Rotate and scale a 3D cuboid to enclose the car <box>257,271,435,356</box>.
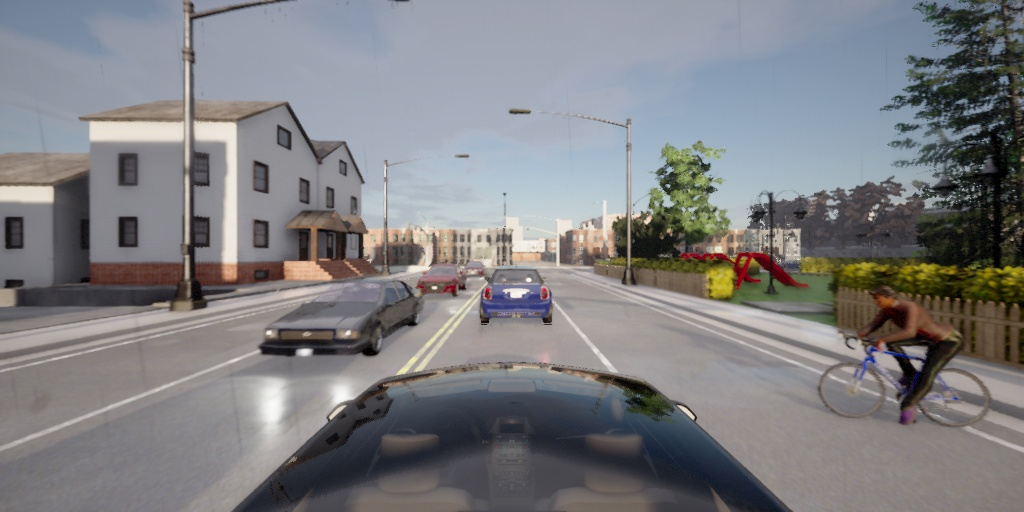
[{"bbox_3d":[-3.583,1.278,8.860,2.033,1.411,5.357,0,0,0],"label":"car"}]

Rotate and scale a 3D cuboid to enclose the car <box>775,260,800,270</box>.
[{"bbox_3d":[39.276,1.212,50.369,5.357,1.411,2.033,0,0,1],"label":"car"}]

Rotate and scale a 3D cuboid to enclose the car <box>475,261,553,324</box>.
[{"bbox_3d":[0.124,1.078,11.987,2.097,1.767,4.553,0,0,0],"label":"car"}]

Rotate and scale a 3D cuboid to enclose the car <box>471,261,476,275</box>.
[{"bbox_3d":[-3.424,1.197,33.663,1.812,1.442,4.674,0,0,0],"label":"car"}]

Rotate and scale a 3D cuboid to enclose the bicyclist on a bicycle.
[{"bbox_3d":[4.583,1.174,4.238,1.656,1.620,0.582,0,0,14],"label":"bicyclist on a bicycle"}]

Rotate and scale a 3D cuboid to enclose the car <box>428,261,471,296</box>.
[{"bbox_3d":[-3.546,1.184,18.975,1.882,1.535,5.008,0,0,0],"label":"car"}]
